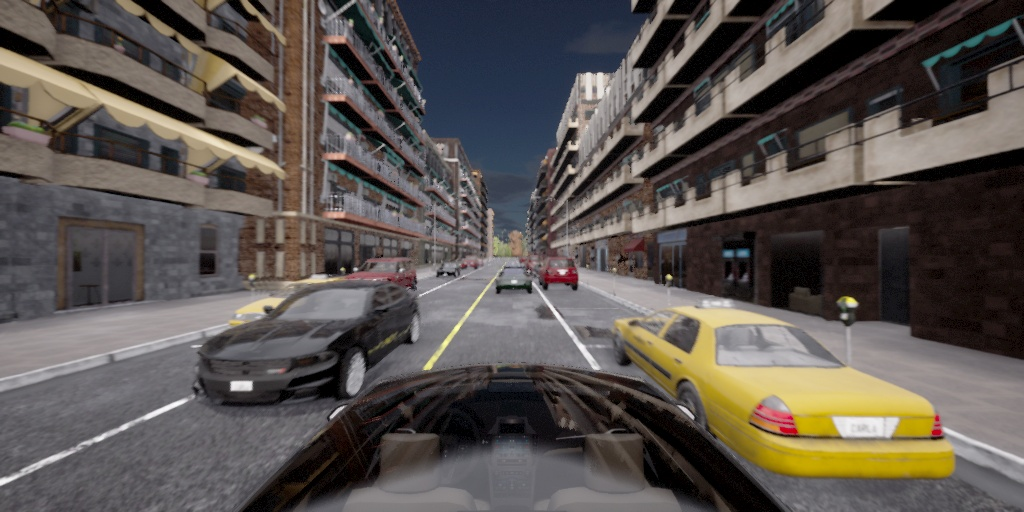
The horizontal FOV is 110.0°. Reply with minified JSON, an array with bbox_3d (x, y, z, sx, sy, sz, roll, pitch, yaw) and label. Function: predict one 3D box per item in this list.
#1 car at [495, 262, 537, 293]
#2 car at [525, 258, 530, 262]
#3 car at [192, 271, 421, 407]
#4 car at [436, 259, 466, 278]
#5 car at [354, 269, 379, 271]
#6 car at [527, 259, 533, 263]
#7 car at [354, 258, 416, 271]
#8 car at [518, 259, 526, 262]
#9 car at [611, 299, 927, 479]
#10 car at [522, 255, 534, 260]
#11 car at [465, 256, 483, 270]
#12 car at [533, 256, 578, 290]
[{"bbox_3d":[0.102,1.248,20.055,1.994,1.385,4.181,0,0,0],"label":"car"},{"bbox_3d":[2.693,1.165,38.292,1.888,1.381,4.507,0,0,0],"label":"car"},{"bbox_3d":[-3.101,1.210,6.609,1.882,1.535,5.008,0,0,0],"label":"car"},{"bbox_3d":[-5.688,1.206,32.759,1.948,1.339,4.313,0,0,0],"label":"car"},{"bbox_3d":[-5.690,1.244,10.317,1.751,1.417,4.829,0,0,0],"label":"car"},{"bbox_3d":[2.693,1.190,32.725,2.007,1.370,4.403,0,0,0],"label":"car"},{"bbox_3d":[-5.690,1.013,16.055,2.192,1.841,5.009,0,0,0],"label":"car"},{"bbox_3d":[0.103,1.236,34.033,1.895,1.301,4.718,0,0,0],"label":"car"},{"bbox_3d":[2.691,1.264,5.055,1.751,1.417,4.829,0,0,0],"label":"car"},{"bbox_3d":[2.693,0.916,43.859,2.192,1.841,5.009,0,0,0],"label":"car"},{"bbox_3d":[-5.687,0.897,49.462,2.192,1.841,5.009,0,0,0],"label":"car"},{"bbox_3d":[2.692,0.993,21.589,2.192,1.841,5.009,0,0,0],"label":"car"}]
